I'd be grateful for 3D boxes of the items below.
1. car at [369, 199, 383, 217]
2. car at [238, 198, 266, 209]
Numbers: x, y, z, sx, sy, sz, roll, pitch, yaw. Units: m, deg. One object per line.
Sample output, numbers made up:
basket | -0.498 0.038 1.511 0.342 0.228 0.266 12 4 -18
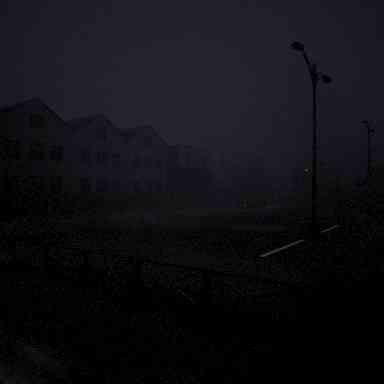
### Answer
car | 15.523 1.298 26.745 2.007 1.523 4.514 0 0 35
car | 7.748 1.409 42.215 1.895 1.301 4.718 0 0 36
